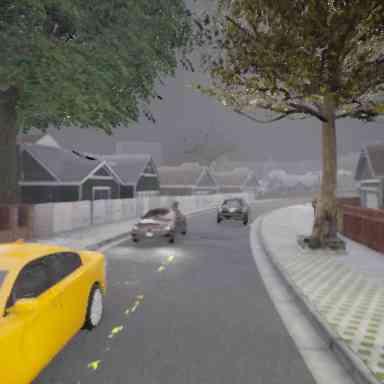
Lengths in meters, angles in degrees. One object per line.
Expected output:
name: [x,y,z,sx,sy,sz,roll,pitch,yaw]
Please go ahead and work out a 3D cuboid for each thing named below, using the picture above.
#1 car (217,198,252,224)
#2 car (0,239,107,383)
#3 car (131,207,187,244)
car: [3.177,1.267,24.255,2.097,1.767,4.553,1,0,14]
car: [-2.566,1.455,4.054,1.882,1.535,5.008,0,0,3]
car: [-1.377,1.458,15.807,1.812,1.442,4.674,0,0,9]
